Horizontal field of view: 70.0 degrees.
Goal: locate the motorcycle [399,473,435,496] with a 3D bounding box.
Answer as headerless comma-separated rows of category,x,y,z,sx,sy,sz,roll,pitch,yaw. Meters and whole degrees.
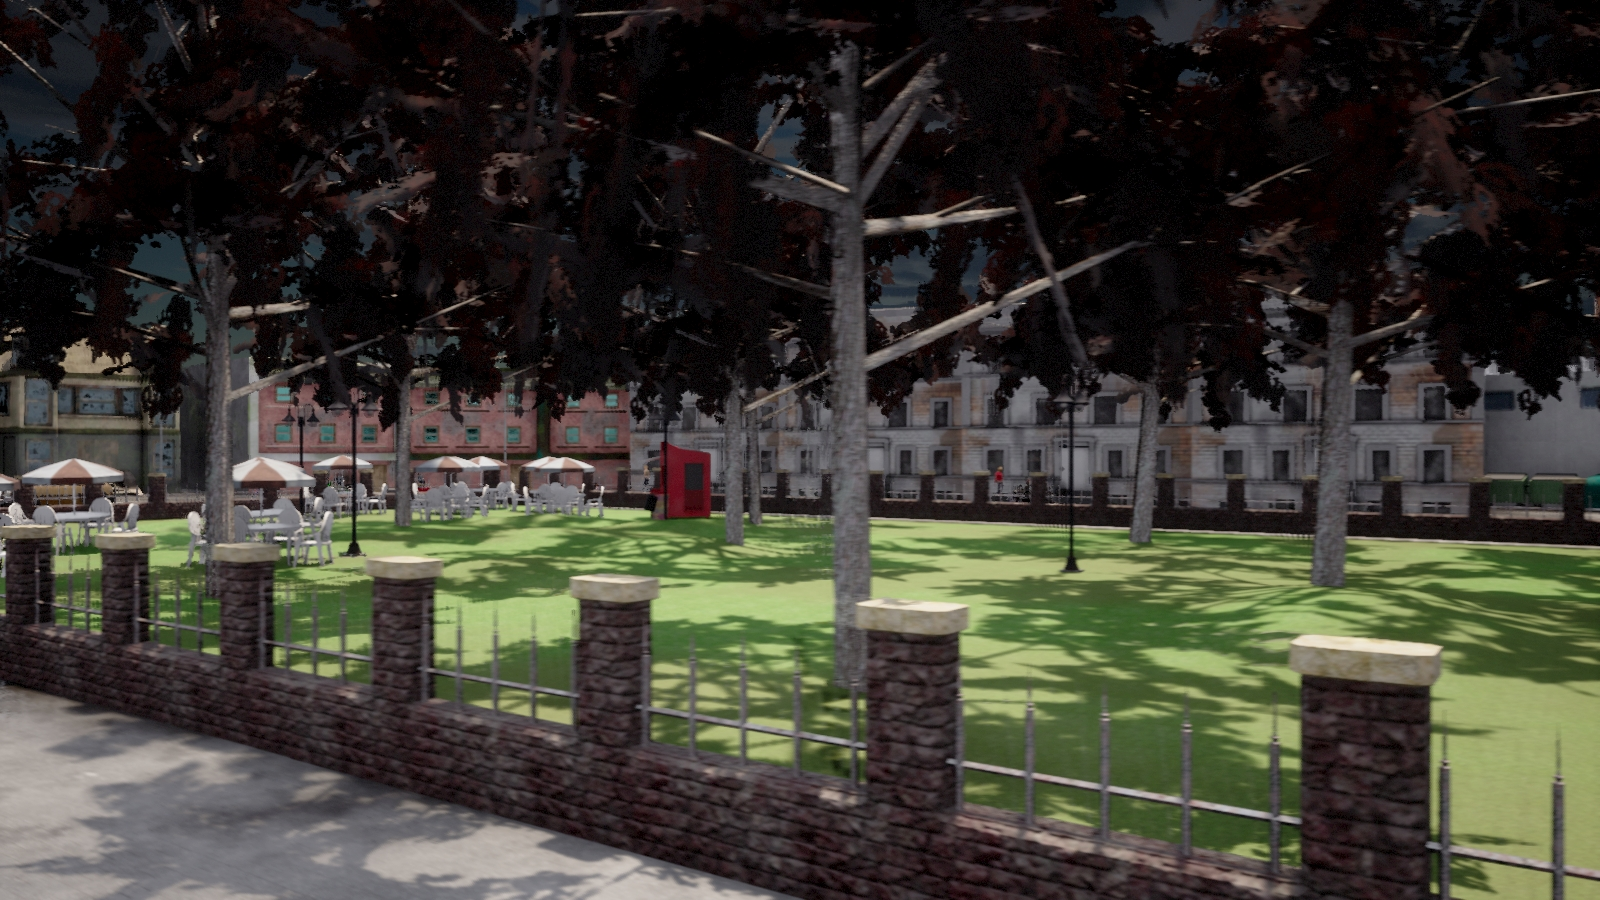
motorcycle,-22.077,1.973,65.848,1.805,1.236,0.856,0,0,-37

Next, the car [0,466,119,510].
car,-33.255,1.654,50.930,1.932,1.855,4.605,0,0,36

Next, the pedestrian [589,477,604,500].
pedestrian,-10.031,1.910,56.296,0.500,1.100,0.500,0,0,33

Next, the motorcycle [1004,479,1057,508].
motorcycle,10.538,1.989,52.286,2.209,1.251,0.867,0,0,35

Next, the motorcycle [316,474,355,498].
motorcycle,-25.313,1.972,62.252,0.856,1.236,1.805,0,0,37

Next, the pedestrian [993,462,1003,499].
pedestrian,10.046,1.529,57.997,0.375,1.860,0.375,0,0,34

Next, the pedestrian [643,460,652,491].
pedestrian,-9.236,1.532,69.111,0.375,1.860,0.375,0,0,19
